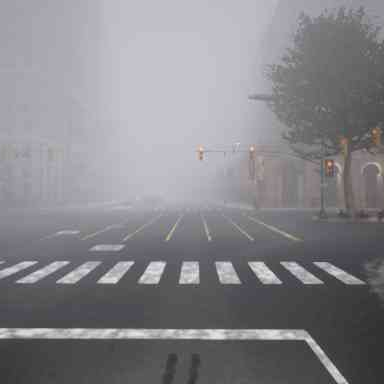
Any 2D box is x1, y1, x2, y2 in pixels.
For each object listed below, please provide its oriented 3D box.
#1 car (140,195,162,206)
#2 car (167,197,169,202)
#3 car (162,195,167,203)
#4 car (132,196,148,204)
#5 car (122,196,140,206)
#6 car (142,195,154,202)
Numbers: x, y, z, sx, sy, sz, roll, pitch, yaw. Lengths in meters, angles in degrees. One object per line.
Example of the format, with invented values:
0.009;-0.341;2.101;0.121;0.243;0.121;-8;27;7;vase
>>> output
-6.638;1.326;54.154;2.097;1.767;4.553;0;0;1;car
-6.323;1.489;73.568;1.812;1.442;4.674;0;0;1;car
-6.538;1.462;63.295;2.128;1.511;4.902;0;0;2;car
-10.008;1.517;64.597;2.033;1.411;5.357;0;0;2;car
-10.121;1.575;54.845;1.895;1.301;4.718;0;0;1;car
-9.806;1.489;74.555;1.812;1.442;4.674;0;0;1;car
